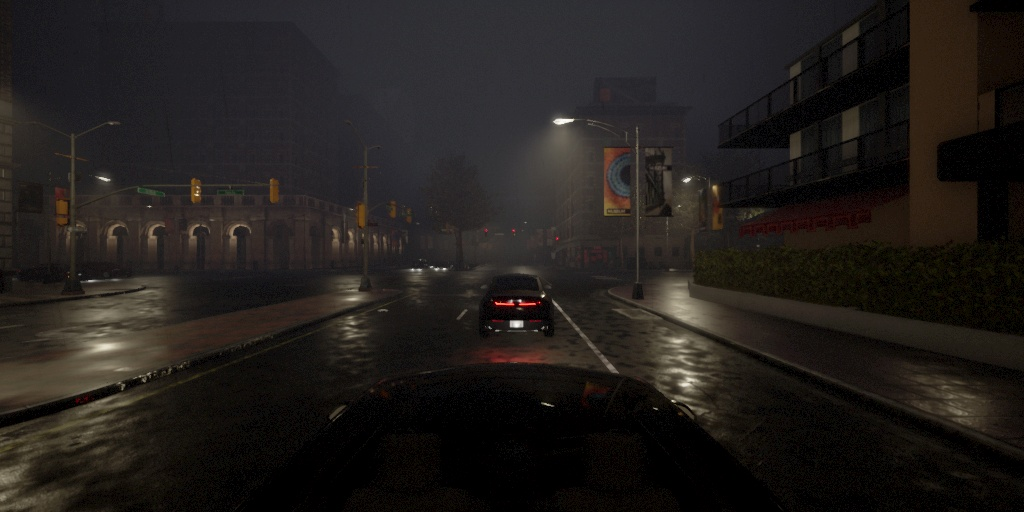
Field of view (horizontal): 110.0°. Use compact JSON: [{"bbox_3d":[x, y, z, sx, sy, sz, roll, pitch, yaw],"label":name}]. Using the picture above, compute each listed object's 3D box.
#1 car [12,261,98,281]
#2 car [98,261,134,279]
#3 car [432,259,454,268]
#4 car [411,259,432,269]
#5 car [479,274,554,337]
[{"bbox_3d":[-36.857,1.312,28.924,4.181,1.385,1.994,0,0,0],"label":"car"},{"bbox_3d":[-37.256,1.225,32.424,5.008,1.535,1.882,0,0,0],"label":"car"},{"bbox_3d":[-11.302,1.310,58.747,1.994,1.385,4.181,0,0,0],"label":"car"},{"bbox_3d":[-14.808,1.237,57.978,2.128,1.511,4.902,0,0,0],"label":"car"},{"bbox_3d":[0.117,1.254,10.339,1.837,1.490,4.892,0,0,0],"label":"car"}]
